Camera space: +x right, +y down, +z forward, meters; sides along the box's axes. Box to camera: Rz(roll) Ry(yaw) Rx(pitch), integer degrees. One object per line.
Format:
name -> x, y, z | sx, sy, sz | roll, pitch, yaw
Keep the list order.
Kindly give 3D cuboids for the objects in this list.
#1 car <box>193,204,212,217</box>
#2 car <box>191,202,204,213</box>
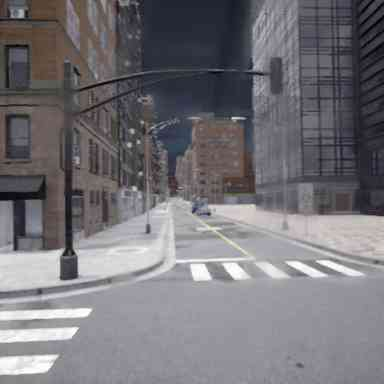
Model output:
car -> 1.774, 2.831, 48.820 | 2.033, 1.411, 5.357 | -1, -1, -3
car -> 1.126, 2.759, 59.209 | 2.150, 2.045, 5.566 | -1, -1, -3
